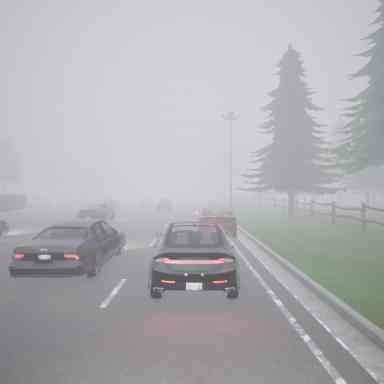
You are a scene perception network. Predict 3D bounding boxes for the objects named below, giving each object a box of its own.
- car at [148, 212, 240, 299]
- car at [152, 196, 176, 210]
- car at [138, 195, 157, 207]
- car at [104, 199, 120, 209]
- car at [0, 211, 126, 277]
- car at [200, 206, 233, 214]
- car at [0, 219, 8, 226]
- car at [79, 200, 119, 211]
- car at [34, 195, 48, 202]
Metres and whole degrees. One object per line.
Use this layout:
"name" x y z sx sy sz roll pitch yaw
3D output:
"car" 0.059 1.492 8.439 2.128 1.511 4.902 0 0 0
"car" -3.364 1.547 41.819 2.033 1.411 5.357 0 0 0
"car" -6.871 1.525 50.274 1.812 1.442 4.674 0 0 0
"car" -10.365 1.564 41.783 1.994 1.385 4.181 0 0 0
"car" -3.391 1.547 10.169 2.033 1.411 5.357 0 0 0
"car" 1.240 1.478 17.780 1.882 1.535 5.008 0 0 0
"car" -10.385 1.564 15.383 1.994 1.385 4.181 0 0 0
"car" -6.893 1.525 24.021 1.812 1.442 4.674 0 0 0
"car" -36.098 1.478 79.375 1.882 1.535 5.008 0 0 -42
